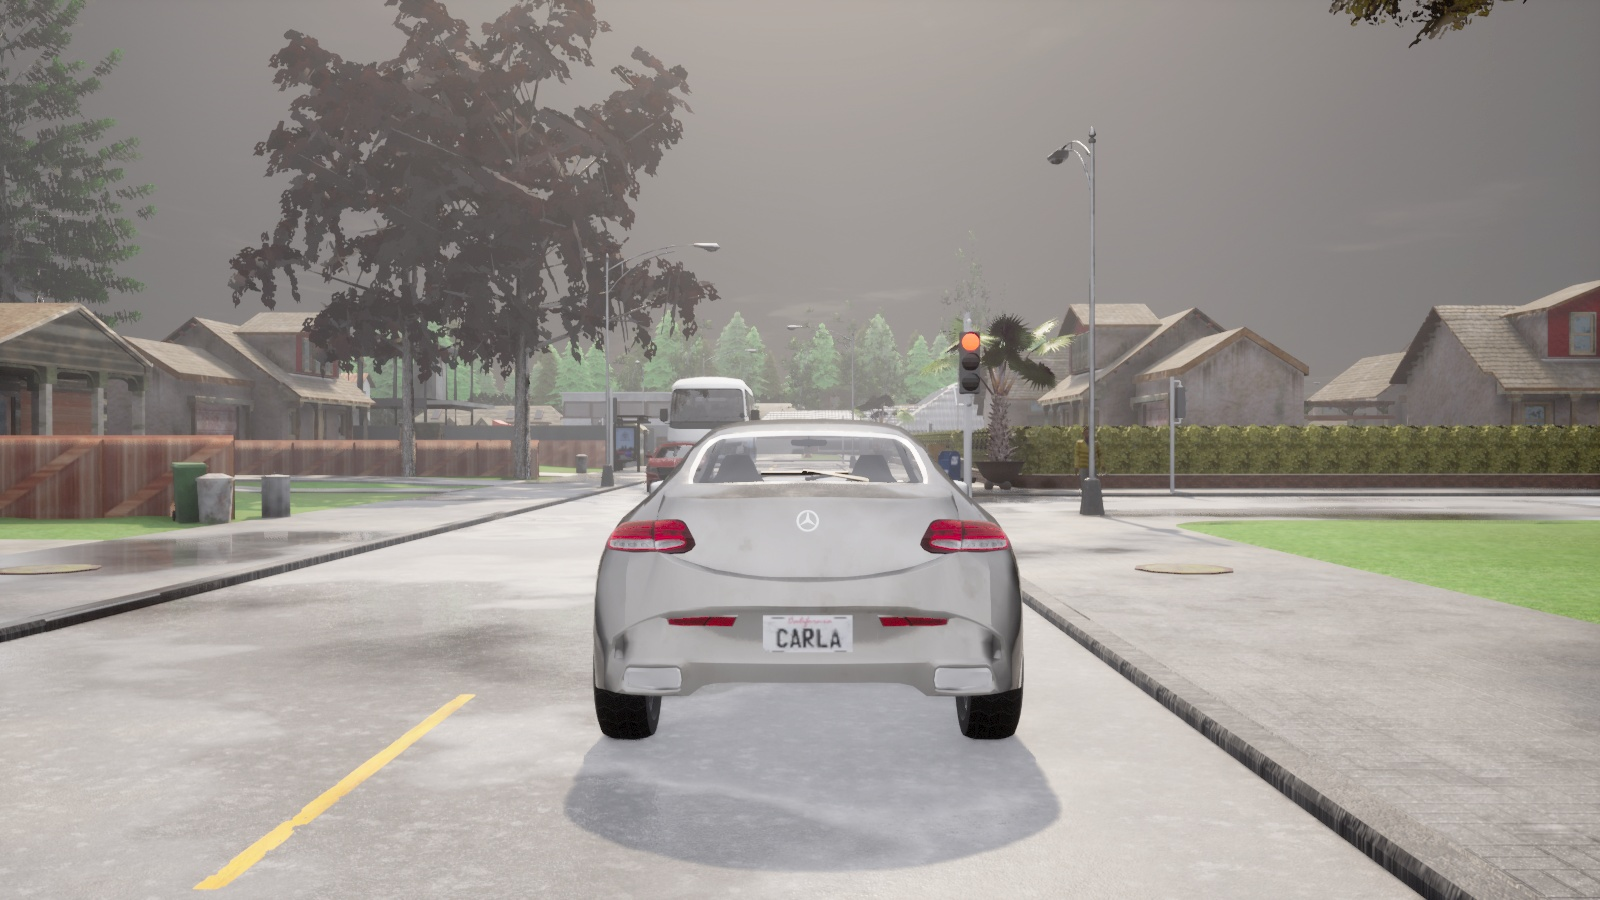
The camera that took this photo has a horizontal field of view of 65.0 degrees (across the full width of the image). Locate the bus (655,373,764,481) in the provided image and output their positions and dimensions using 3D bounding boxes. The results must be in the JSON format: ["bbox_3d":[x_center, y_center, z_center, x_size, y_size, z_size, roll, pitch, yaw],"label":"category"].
[{"bbox_3d":[-3.710,-0.942,54.437,3.944,4.253,10.273,0,0,0],"label":"bus"}]

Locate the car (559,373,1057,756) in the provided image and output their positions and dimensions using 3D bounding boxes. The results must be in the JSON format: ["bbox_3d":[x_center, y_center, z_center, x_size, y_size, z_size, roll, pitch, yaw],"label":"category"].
[{"bbox_3d":[0.056,0.480,7.943,2.152,1.651,5.027,0,0,1],"label":"car"}]

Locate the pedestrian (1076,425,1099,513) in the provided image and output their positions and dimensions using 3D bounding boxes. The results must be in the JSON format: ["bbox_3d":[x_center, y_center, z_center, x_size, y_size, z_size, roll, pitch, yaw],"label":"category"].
[{"bbox_3d":[6.071,0.389,26.475,0.431,1.840,0.709,0,0,16],"label":"pedestrian"}]

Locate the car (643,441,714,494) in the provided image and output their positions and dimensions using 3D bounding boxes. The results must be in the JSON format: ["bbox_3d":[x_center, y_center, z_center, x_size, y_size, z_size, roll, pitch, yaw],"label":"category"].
[{"bbox_3d":[-3.700,0.500,38.971,1.882,1.535,5.008,0,0,-2],"label":"car"}]
